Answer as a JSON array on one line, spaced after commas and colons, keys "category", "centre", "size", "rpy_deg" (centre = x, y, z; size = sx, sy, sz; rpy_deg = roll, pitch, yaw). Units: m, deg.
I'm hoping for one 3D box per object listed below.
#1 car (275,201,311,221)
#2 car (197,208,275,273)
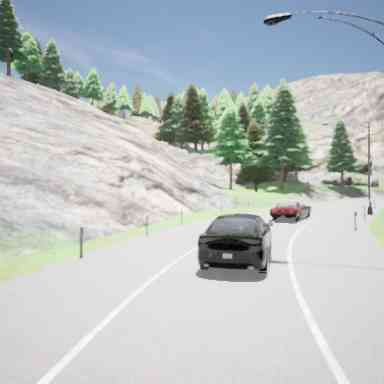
[{"category": "car", "centre": [7.287, 1.322, 24.215], "size": [1.895, 1.301, 4.718], "rpy_deg": [0, 1, 32]}, {"category": "car", "centre": [1.541, 1.424, 10.752], "size": [1.882, 1.535, 5.008], "rpy_deg": [0, 1, 15]}]
